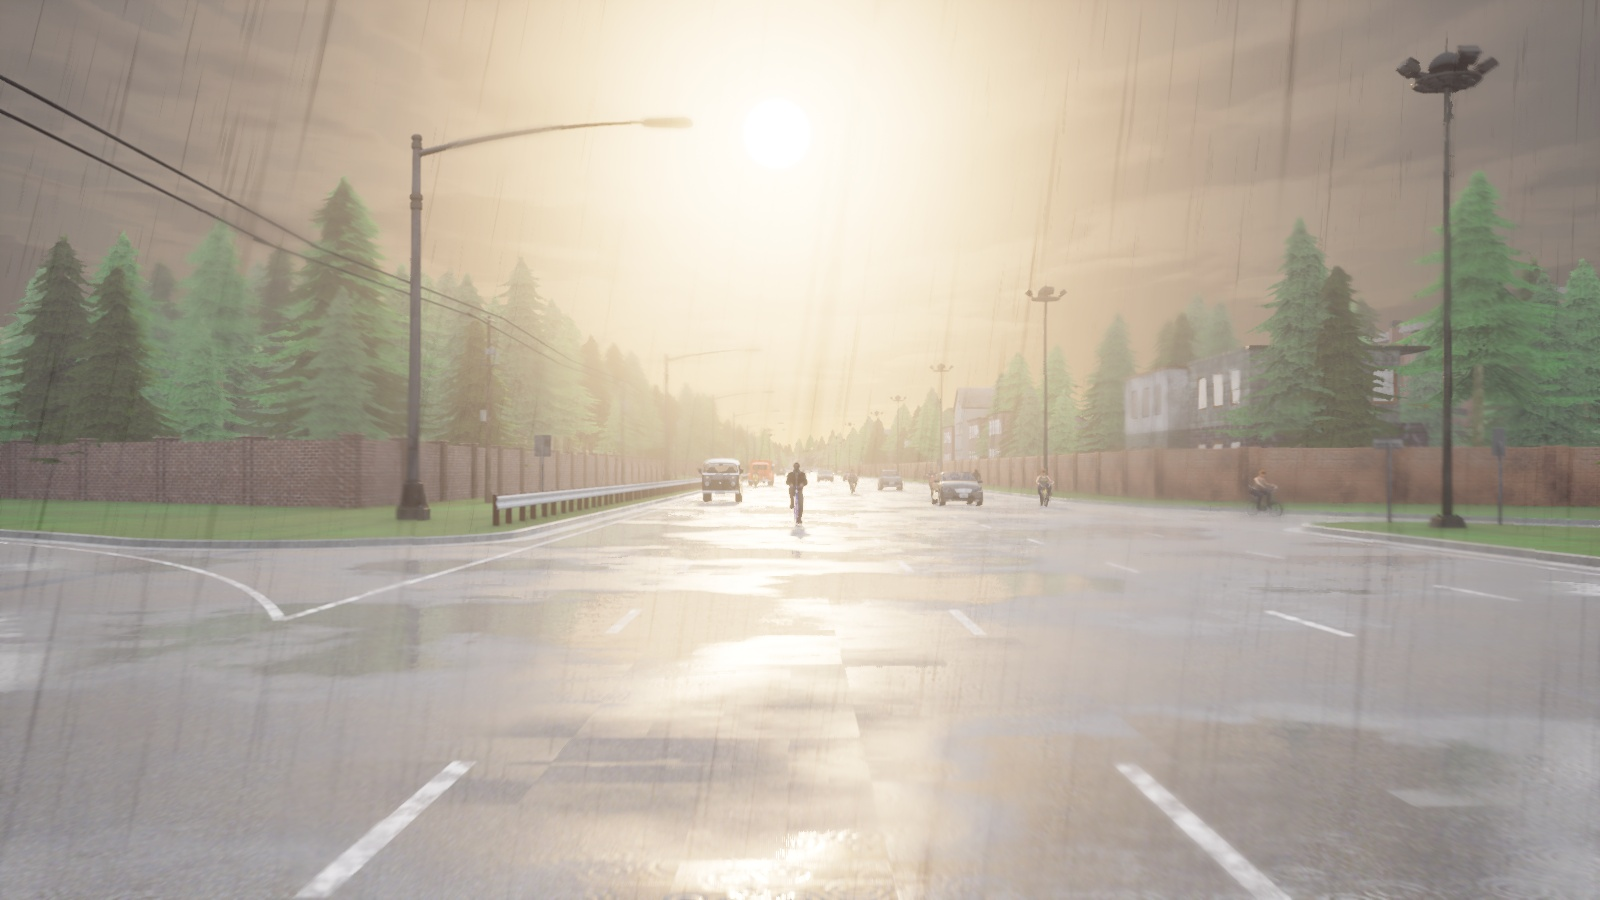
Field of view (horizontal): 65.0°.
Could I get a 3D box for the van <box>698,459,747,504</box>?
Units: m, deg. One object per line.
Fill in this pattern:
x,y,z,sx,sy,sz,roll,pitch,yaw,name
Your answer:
-3.648,1.463,59.742,2.069,2.038,4.480,0,-1,0,van

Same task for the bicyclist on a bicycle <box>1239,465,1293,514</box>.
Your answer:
15.791,1.336,42.560,0.866,1.612,1.509,1,-1,-30,bicyclist on a bicycle

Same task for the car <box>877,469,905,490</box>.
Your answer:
6.770,2.198,93.891,1.789,1.549,3.705,0,-1,0,car

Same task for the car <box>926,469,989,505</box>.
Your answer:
6.864,1.583,55.097,2.128,1.511,4.902,0,-1,0,car
